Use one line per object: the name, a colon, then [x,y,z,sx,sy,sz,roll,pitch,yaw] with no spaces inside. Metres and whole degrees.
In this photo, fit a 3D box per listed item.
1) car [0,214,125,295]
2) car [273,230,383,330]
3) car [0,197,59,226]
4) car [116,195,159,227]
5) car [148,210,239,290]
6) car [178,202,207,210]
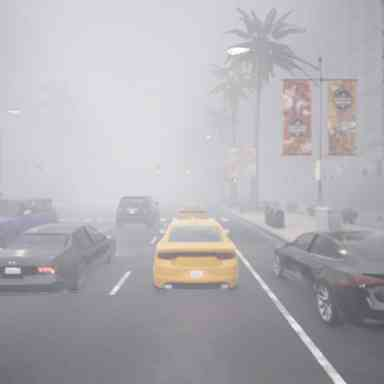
car: [-3.414,1.551,8.861,2.033,1.411,5.357,0,0,0]
car: [3.177,1.515,7.067,2.161,1.482,4.786,0,0,-1]
car: [-7.101,1.227,12.980,2.150,2.045,5.566,0,0,0]
car: [-3.450,1.231,21.814,2.150,2.045,5.566,0,0,0]
car: [0.072,1.480,9.163,1.882,1.535,5.008,0,0,-1]
car: [0.044,1.486,23.809,1.882,1.535,5.008,0,0,0]
